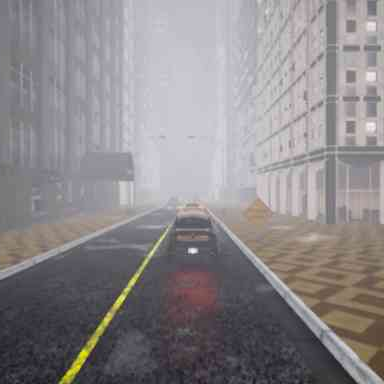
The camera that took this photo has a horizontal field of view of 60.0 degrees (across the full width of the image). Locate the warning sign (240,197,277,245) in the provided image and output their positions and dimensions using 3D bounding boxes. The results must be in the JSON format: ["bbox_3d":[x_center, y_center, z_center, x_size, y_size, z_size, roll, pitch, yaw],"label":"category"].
[{"bbox_3d":[2.728,1.163,13.769,1.300,1.860,1.060,1,1,0],"label":"warning sign"}]

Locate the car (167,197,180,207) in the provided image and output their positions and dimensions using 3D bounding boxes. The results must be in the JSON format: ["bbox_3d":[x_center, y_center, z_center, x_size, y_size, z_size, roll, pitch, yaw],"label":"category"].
[{"bbox_3d":[-3.063,1.583,57.111,2.097,1.767,4.553,0,0,0],"label":"car"}]

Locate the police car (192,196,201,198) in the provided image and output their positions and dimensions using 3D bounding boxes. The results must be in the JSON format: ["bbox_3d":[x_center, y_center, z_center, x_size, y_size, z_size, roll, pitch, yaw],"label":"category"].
[{"bbox_3d":[1.045,1.742,73.898,1.930,1.638,5.238,0,0,0],"label":"police car"}]

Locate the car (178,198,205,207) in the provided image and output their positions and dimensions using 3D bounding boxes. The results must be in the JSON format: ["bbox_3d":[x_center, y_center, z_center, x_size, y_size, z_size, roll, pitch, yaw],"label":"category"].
[{"bbox_3d":[0.054,1.583,28.806,1.882,1.535,5.008,0,0,0],"label":"car"}]

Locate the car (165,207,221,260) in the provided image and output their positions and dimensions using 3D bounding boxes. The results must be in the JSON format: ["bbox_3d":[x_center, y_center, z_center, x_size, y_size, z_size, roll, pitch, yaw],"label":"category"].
[{"bbox_3d":[0.047,1.549,12.650,1.837,1.490,4.892,0,0,1],"label":"car"}]
